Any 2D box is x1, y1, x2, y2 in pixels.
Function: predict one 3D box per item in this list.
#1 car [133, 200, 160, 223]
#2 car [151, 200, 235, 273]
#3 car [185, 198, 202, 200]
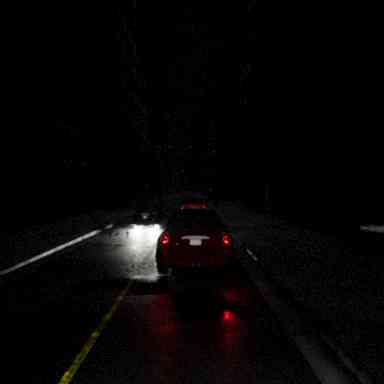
[{"bbox_3d":[-3.088,1.374,24.281,2.128,1.511,4.902,0,0,0],"label":"car"},{"bbox_3d":[0.096,1.298,10.636,2.097,1.767,4.553,0,0,0],"label":"car"},{"bbox_3d":[0.106,1.223,26.641,2.097,1.767,4.553,0,0,0],"label":"car"}]
